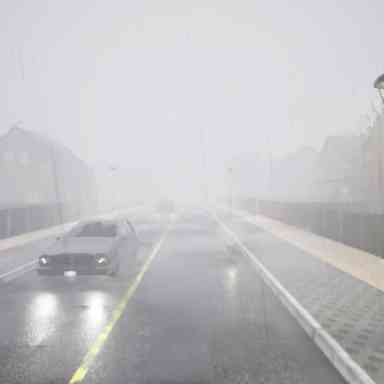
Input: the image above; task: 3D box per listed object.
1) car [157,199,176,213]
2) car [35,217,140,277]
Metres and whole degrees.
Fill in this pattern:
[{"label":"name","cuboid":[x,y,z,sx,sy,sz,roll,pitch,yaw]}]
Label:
[{"label":"car","cuboid":[-2.768,1.488,37.063,1.882,1.535,5.008,0,0,0]},{"label":"car","cuboid":[-2.845,1.531,10.459,2.033,1.411,5.357,0,0,0]}]
